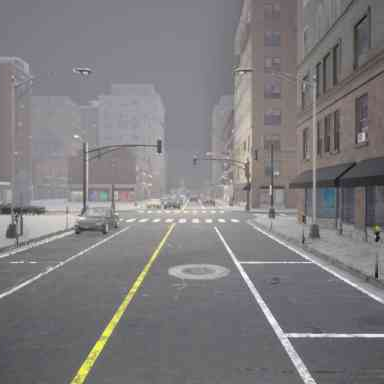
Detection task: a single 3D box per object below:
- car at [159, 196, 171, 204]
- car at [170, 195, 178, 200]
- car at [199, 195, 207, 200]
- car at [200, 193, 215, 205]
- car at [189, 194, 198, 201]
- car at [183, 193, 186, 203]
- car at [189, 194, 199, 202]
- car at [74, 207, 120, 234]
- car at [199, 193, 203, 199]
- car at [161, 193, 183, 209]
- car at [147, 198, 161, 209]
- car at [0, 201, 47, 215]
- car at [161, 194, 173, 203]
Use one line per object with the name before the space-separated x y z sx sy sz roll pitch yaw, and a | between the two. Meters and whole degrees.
car | -5.085 1.554 62.768 2.008 1.369 4.403 0 0 0
car | -4.948 1.533 90.907 1.752 1.417 4.829 0 0 0
car | 3.077 1.559 91.038 2.008 1.369 4.403 0 0 0
car | 2.913 1.443 57.067 1.967 1.590 4.097 0 0 0
car | 0.414 1.362 85.813 2.097 1.767 4.553 0 0 0
car | -2.553 1.503 57.719 1.837 1.490 4.892 0 1 1
car | 0.358 1.506 72.364 1.837 1.490 4.892 0 0 0
car | -5.297 1.551 18.937 2.008 1.369 4.403 0 0 0
car | 2.940 1.319 62.729 2.192 1.841 5.009 0 0 0
car | -2.589 1.354 44.092 2.097 1.767 4.553 0 0 -1
car | -5.168 1.527 45.612 1.752 1.417 4.829 0 0 0
car | -15.953 1.527 30.651 4.718 1.301 1.895 0 0 0
car | -5.057 1.320 68.430 2.192 1.841 5.009 0 0 0
